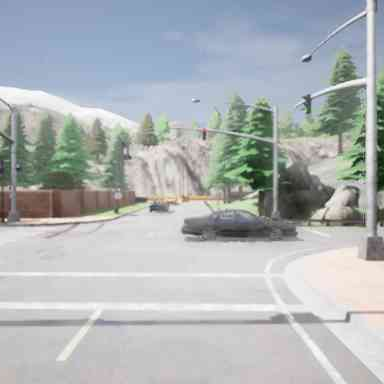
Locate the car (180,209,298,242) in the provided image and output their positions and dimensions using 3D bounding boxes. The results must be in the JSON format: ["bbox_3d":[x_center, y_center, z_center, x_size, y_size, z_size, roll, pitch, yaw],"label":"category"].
[{"bbox_3d":[2.118,1.535,15.734,5.357,1.411,2.033,0,0,1],"label":"car"}]

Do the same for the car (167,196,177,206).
[{"bbox_3d":[-3.536,1.433,55.782,1.882,1.535,5.008,0,0,0],"label":"car"}]

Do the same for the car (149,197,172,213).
[{"bbox_3d":[-3.595,1.571,36.851,1.895,1.301,4.718,0,0,0],"label":"car"}]
